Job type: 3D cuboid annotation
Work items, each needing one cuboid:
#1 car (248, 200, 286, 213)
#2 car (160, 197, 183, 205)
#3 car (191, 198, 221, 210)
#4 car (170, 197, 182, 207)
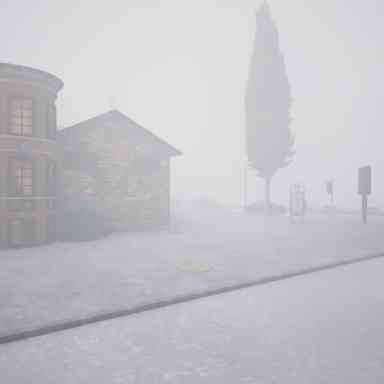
[{"bbox_3d":[7.851,1.564,35.343,1.994,1.385,4.181,0,0,-36],"label":"car"},{"bbox_3d":[-3.724,1.601,58.763,1.895,1.301,4.718,0,0,-36],"label":"car"},{"bbox_3d":[1.858,1.492,43.737,2.128,1.511,4.902,0,0,-35],"label":"car"},{"bbox_3d":[-3.894,1.526,51.824,1.812,1.442,4.674,0,0,-35],"label":"car"}]
